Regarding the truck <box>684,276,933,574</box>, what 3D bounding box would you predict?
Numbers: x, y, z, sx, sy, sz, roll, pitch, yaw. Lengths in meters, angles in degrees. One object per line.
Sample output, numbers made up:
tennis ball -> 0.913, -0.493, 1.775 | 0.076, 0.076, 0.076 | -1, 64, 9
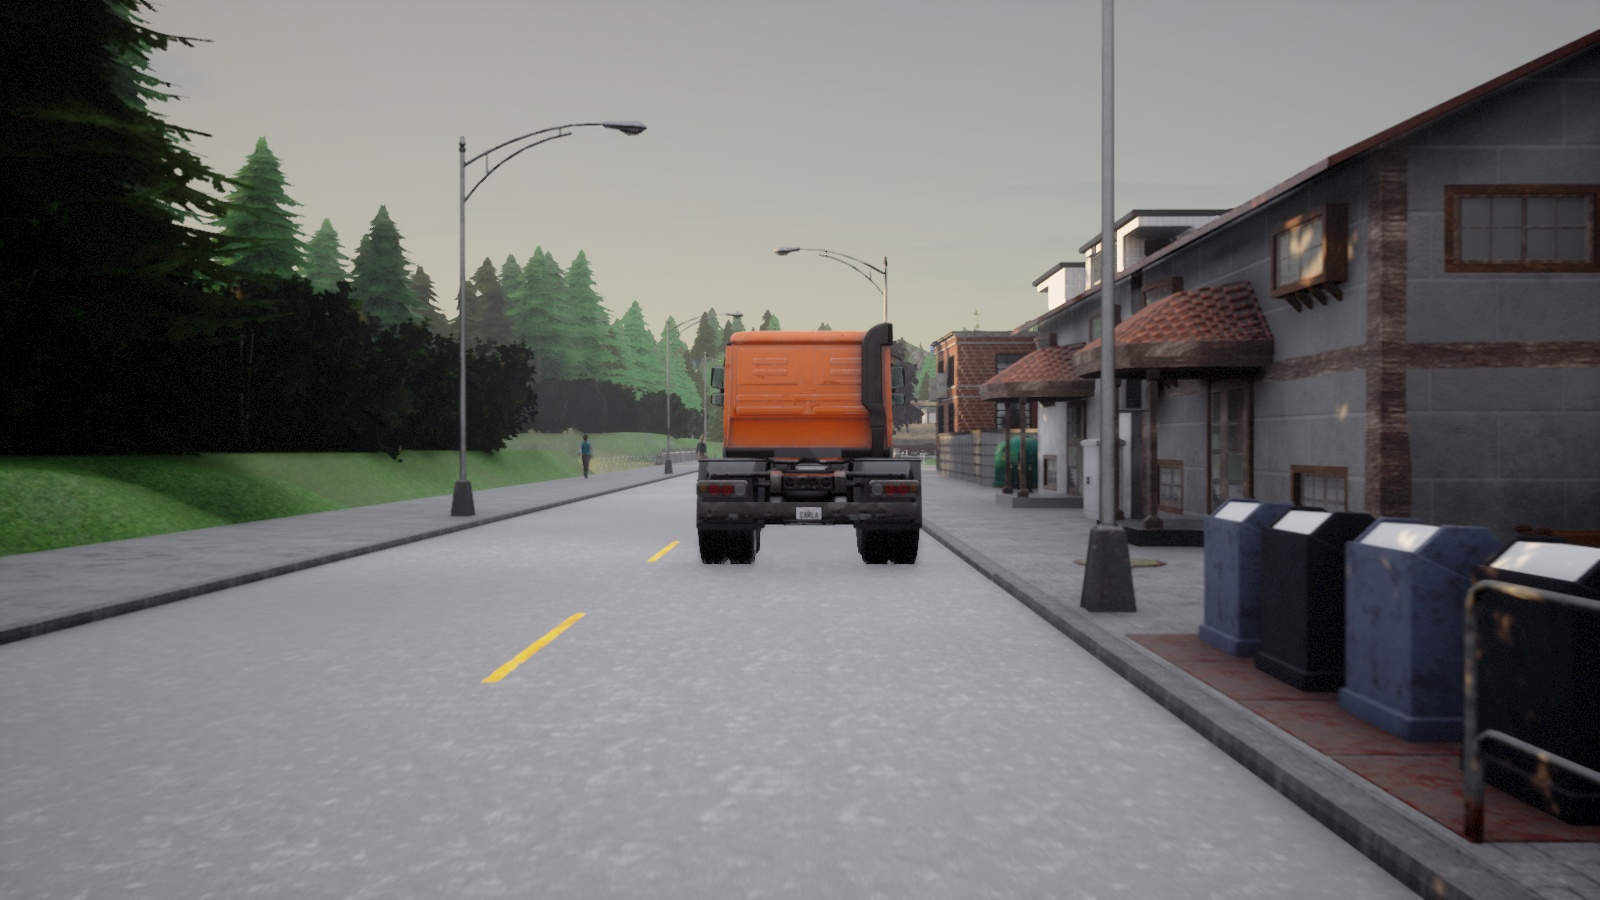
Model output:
truck -> 0.122, -0.308, 18.567 | 2.891, 3.462, 7.936 | 0, 0, 0

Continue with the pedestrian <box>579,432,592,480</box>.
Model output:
pedestrian -> -8.658, 0.249, 50.692 | 0.396, 1.930, 0.692 | 0, 0, 0
